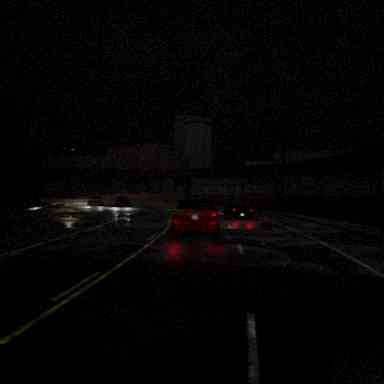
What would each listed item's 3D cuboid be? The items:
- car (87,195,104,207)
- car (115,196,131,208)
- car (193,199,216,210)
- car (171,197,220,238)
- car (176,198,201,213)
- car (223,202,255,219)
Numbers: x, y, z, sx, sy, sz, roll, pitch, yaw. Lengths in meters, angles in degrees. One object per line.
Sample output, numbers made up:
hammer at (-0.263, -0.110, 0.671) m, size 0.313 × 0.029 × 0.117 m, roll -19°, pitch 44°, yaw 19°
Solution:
car at (-13.021, 1.157, 44.888) m, size 1.882 × 1.535 × 5.008 m, roll 2°, pitch -1°, yaw -14°
car at (-9.007, 1.267, 43.093) m, size 1.812 × 1.442 × 4.674 m, roll 2°, pitch -1°, yaw -13°
car at (1.594, 1.593, 44.442) m, size 1.895 × 1.301 × 4.718 m, roll 1°, pitch -1°, yaw -11°
car at (0.279, 1.081, 16.148) m, size 2.097 × 1.767 × 4.553 m, roll 1°, pitch 0°, yaw 4°
car at (-0.472, 1.393, 36.268) m, size 2.033 × 1.411 × 5.357 m, roll 1°, pitch -1°, yaw -8°
car at (3.766, 1.446, 27.502) m, size 1.895 × 1.301 × 4.718 m, roll 1°, pitch -1°, yaw -2°
